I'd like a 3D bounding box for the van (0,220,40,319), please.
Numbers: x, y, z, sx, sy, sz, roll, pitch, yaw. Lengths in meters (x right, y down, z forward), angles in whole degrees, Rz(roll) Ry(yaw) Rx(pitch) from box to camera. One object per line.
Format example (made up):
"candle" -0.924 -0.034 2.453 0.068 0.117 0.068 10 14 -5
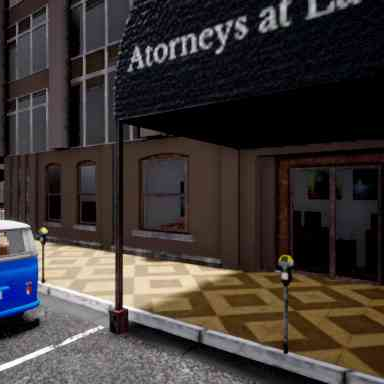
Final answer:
"van" -4.484 1.341 6.066 3.998 1.788 1.690 0 0 35
